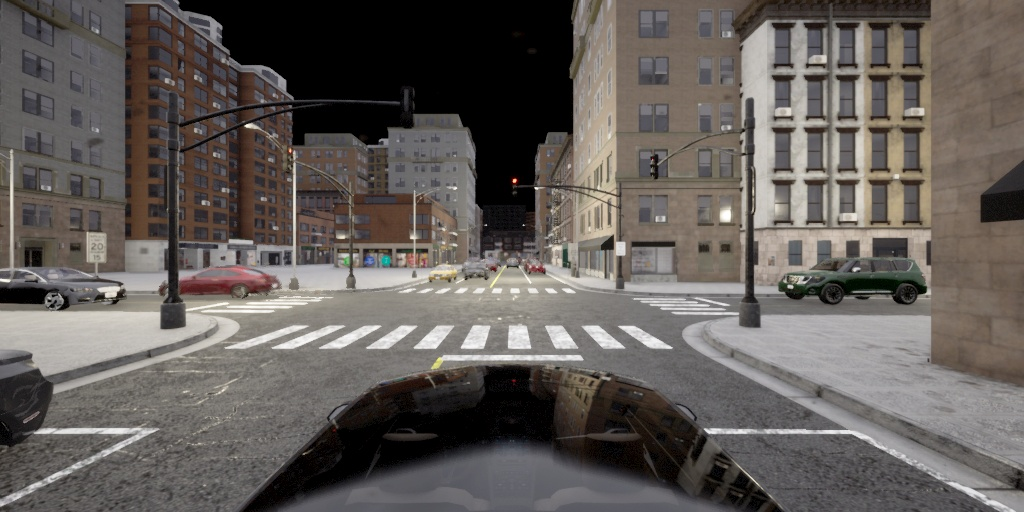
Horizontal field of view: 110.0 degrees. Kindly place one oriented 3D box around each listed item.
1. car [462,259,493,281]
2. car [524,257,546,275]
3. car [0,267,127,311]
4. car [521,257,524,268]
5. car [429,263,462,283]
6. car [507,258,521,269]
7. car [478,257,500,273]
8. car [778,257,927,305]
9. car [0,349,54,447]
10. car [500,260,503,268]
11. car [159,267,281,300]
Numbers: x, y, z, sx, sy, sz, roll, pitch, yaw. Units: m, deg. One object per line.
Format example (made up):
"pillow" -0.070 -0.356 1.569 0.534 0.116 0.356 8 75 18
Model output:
"car" -2.836 1.257 29.867 1.837 1.490 4.892 0 -1 0
"car" 2.656 1.190 39.818 1.967 1.591 4.097 0 0 0
"car" -17.277 1.162 13.323 4.902 1.511 2.128 0 0 2
"car" 2.659 1.066 45.480 2.192 1.841 5.009 0 0 0
"car" -5.375 1.275 28.329 1.751 1.417 4.829 0 0 0
"car" 0.121 1.316 58.549 1.994 1.385 4.181 0 0 1
"car" -2.826 1.229 44.705 1.882 1.535 5.008 0 0 0
"car" 15.351 1.056 16.302 5.566 2.045 2.150 0 0 -2
"car" -5.388 1.300 1.653 2.007 1.370 4.403 0 0 0
"car" -2.721 1.276 62.631 1.837 1.490 4.892 0 0 0
"car" -13.306 1.215 16.523 4.674 1.442 1.812 0 0 -4
